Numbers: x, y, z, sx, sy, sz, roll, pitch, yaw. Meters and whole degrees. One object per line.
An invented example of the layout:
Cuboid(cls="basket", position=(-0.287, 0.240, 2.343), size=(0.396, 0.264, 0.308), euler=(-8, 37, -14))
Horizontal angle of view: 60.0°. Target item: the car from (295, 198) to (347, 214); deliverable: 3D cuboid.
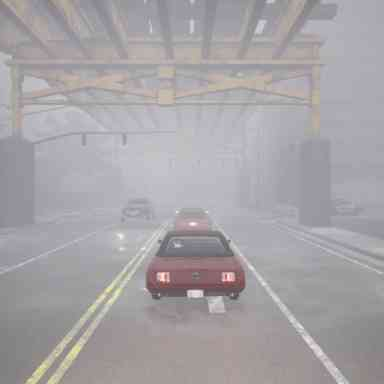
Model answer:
Cuboid(cls="car", position=(13.432, 1.396, 34.655), size=(4.974, 1.542, 2.038), euler=(0, 0, 25))

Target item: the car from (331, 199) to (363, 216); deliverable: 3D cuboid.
Cuboid(cls="car", position=(13.125, 1.404, 30.494), size=(4.974, 1.542, 2.038), euler=(0, 0, -20))

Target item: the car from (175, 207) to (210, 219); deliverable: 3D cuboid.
Cuboid(cls="car", position=(0.018, 1.536, 18.347), size=(1.994, 1.385, 4.181), euler=(0, 0, -1))

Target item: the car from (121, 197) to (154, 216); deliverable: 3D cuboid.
Cuboid(cls="car", position=(-3.600, 1.120, 22.649), size=(1.837, 1.490, 4.892), euler=(0, 0, 0))

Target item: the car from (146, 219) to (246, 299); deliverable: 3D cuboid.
Cuboid(cls="car", position=(0.059, 1.594, 8.387), size=(1.895, 1.301, 4.718), euler=(0, 0, 0))

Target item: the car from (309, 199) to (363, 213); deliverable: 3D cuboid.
Cuboid(cls="car", position=(13.174, 1.247, 30.512), size=(4.536, 1.218, 1.853), euler=(0, 0, -20))

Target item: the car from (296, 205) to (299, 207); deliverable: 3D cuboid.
Cuboid(cls="car", position=(13.479, 1.239, 34.633), size=(4.536, 1.218, 1.853), euler=(0, 0, 25))
